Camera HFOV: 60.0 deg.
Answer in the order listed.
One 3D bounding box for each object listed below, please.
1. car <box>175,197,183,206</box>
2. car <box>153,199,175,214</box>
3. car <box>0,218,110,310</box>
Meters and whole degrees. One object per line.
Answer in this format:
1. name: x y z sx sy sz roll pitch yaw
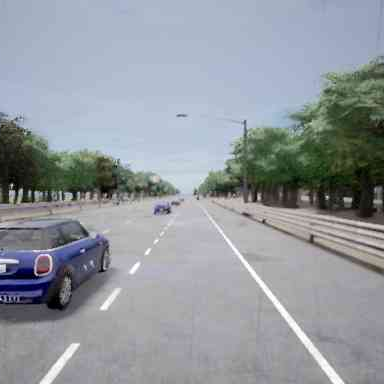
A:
1. car: -3.350 2.148 68.900 1.895 1.301 4.718 0 0 0
2. car: -3.432 1.843 39.720 1.812 1.442 4.674 0 0 0
3. car: -3.497 1.417 8.137 2.097 1.767 4.553 0 0 0
